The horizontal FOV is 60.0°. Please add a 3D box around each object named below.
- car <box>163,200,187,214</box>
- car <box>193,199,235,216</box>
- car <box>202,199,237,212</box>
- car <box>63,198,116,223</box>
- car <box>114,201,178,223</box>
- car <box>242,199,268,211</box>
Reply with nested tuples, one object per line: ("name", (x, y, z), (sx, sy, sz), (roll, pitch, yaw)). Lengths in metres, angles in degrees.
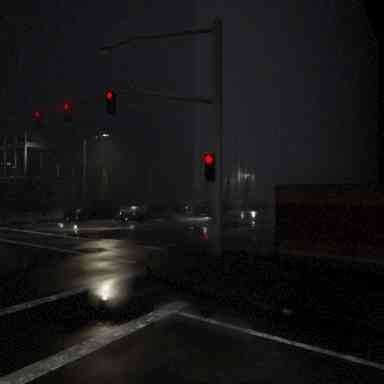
("car", (-2.425, 1.560, 33.475), (1.837, 1.490, 4.892), (0, 0, 36))
("car", (2.039, 1.533, 33.693), (1.882, 1.535, 5.008), (0, 0, 35))
("car", (3.537, 1.603, 41.789), (2.033, 1.411, 5.357), (0, 0, 35))
("car", (-7.748, 1.407, 26.047), (2.097, 1.767, 4.553), (0, 0, 36))
("car", (-3.483, 1.656, 25.994), (1.895, 1.301, 4.718), (0, 0, 36))
("car", (8.015, 1.581, 42.007), (1.812, 1.442, 4.674), (0, 0, 36))
